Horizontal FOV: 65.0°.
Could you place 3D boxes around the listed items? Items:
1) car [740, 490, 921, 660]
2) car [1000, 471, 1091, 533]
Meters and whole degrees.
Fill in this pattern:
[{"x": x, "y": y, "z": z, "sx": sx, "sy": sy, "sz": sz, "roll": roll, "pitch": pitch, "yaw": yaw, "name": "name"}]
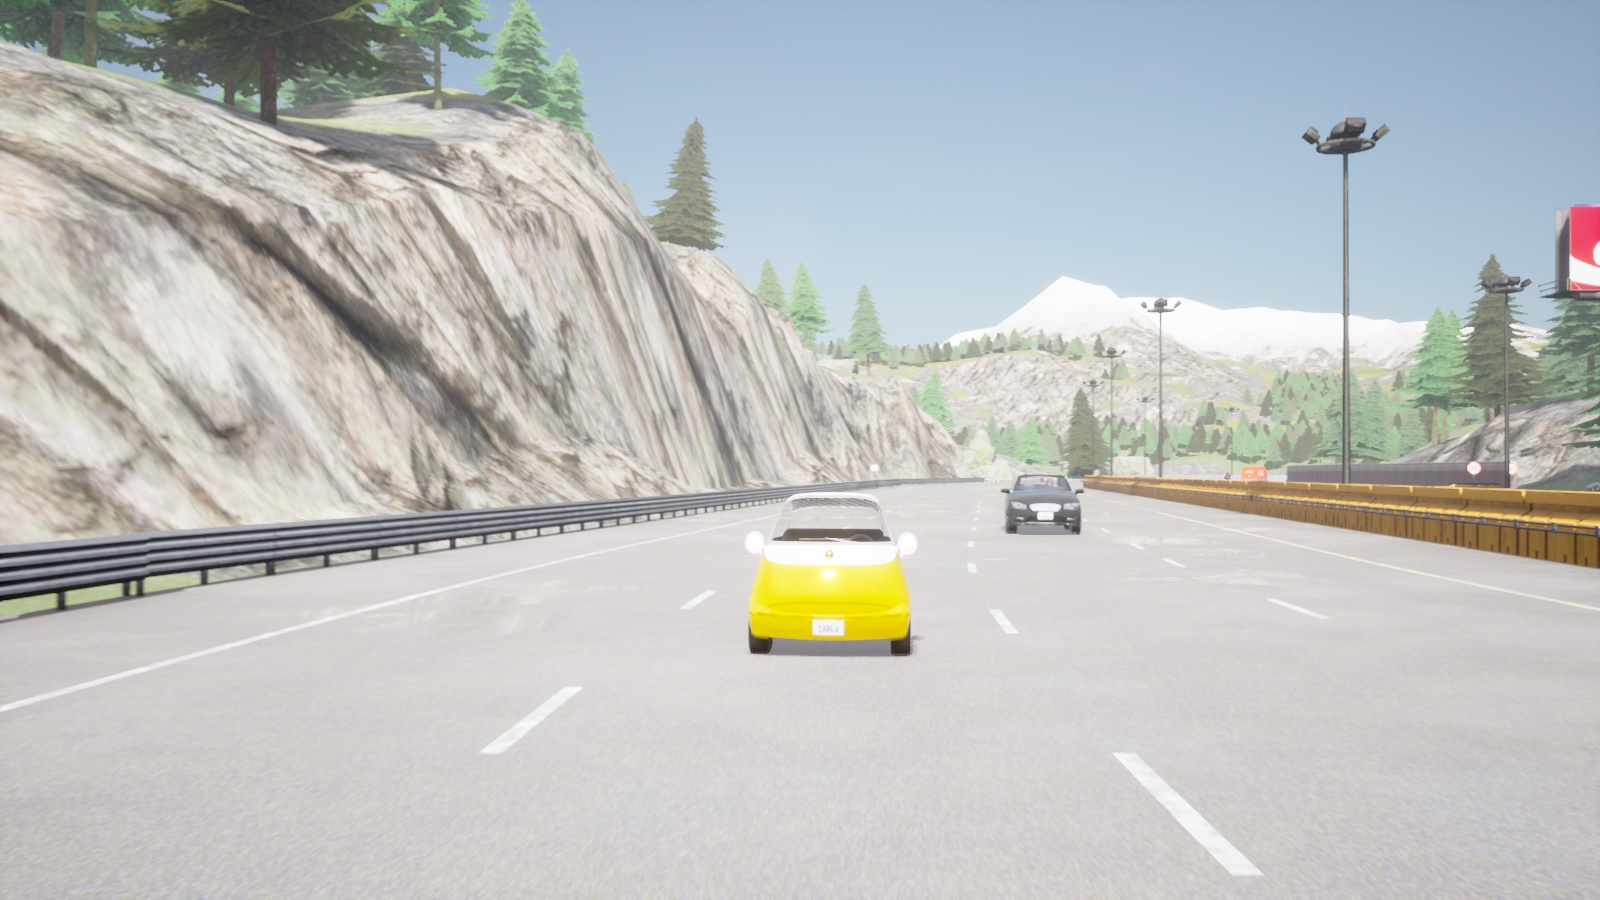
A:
[{"x": 0.312, "y": 1.058, "z": 11.397, "sx": 1.481, "sy": 1.376, "sz": 2.207, "roll": 0, "pitch": -2, "yaw": 4, "name": "car"}, {"x": 6.341, "y": 1.299, "z": 32.909, "sx": 2.128, "sy": 1.511, "sz": 4.902, "roll": 0, "pitch": -1, "yaw": 8, "name": "car"}]
